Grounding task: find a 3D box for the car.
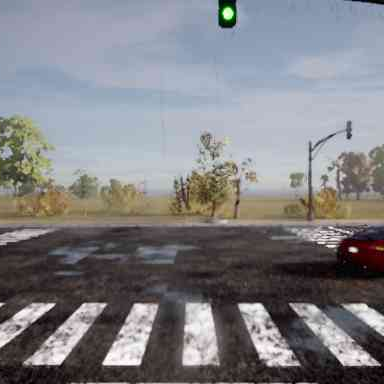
[{"bbox_3d":[6.741,1.688,10.421,4.181,1.385,1.994,0,0,-15],"label":"car"}]
